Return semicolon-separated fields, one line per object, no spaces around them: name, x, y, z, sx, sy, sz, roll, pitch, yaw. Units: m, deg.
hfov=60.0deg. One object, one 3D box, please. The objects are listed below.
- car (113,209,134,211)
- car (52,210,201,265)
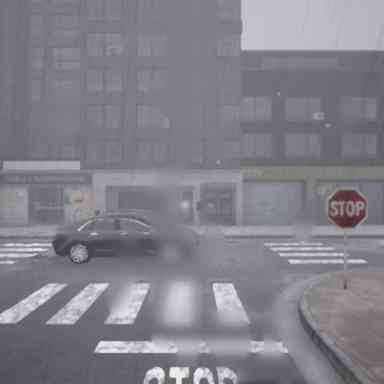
car;-3.157;1.528;14.217;4.892;1.490;1.837;0;0;0
car;-2.139;1.529;11.265;4.892;1.490;1.837;-1;0;0
